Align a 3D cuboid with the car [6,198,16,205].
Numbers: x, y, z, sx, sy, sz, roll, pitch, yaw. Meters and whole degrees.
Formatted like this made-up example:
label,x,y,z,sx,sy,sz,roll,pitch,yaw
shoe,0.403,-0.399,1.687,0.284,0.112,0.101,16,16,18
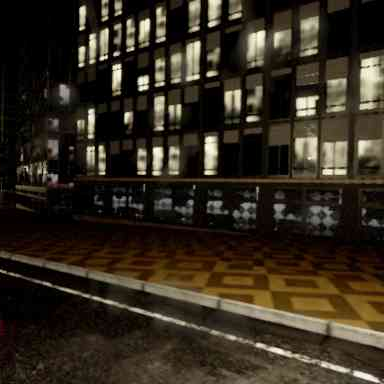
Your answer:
label,x,y,z,sx,sy,sz,roll,pitch,yaw
car,-33.944,1.923,65.158,4.507,1.381,1.887,1,1,-34
